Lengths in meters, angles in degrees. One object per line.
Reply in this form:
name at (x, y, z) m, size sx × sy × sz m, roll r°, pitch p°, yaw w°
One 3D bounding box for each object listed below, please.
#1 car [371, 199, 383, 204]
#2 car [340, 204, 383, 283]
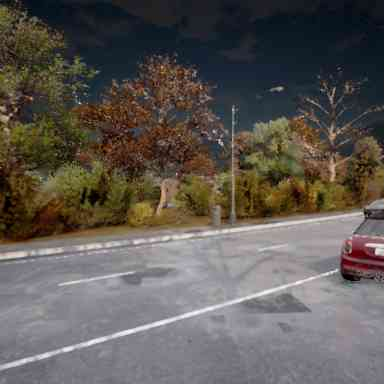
car at (15.636, 1.329, 27.072) m, size 5.008 × 1.535 × 1.882 m, roll -1°, pitch 0°, yaw -44°
car at (5.736, 1.304, 8.473) m, size 4.553 × 1.767 × 2.097 m, roll 0°, pitch 0°, yaw -39°
